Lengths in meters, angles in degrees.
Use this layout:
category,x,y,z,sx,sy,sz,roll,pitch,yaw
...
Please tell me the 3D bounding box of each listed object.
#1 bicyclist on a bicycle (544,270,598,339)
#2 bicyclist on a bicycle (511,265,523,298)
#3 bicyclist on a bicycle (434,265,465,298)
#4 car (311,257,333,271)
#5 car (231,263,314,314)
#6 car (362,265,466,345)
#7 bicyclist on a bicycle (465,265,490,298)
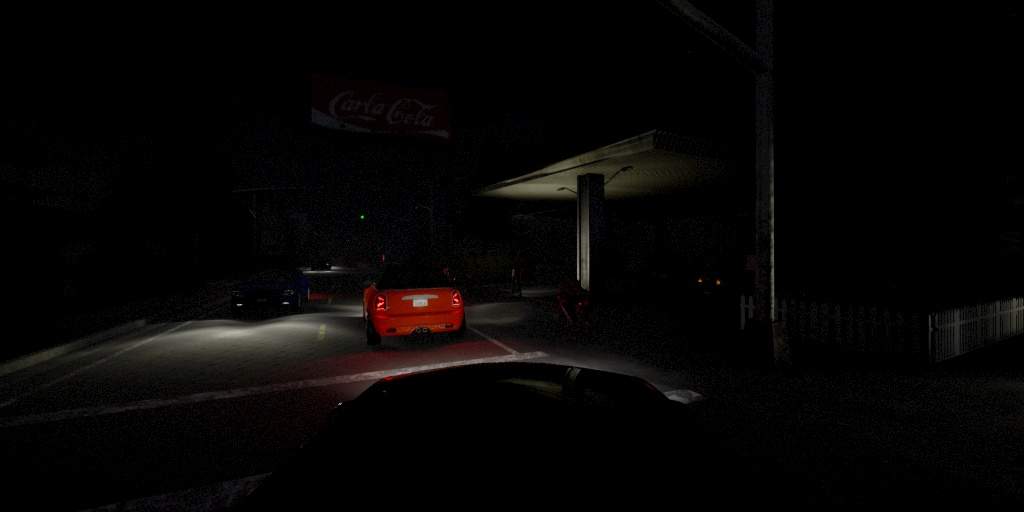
category,x,y,z,sx,sy,sz,roll,pitch,yaw
bicyclist on a bicycle,1.450,1.180,8.915,0.582,1.620,1.656,3,-2,-44
bicyclist on a bicycle,0.252,1.270,18.092,0.582,1.620,1.656,0,0,14
bicyclist on a bicycle,-3.117,1.235,16.490,1.656,1.620,0.582,1,0,35
car,-24.746,0.967,46.478,2.097,1.767,4.553,0,0,-25
car,-8.880,1.146,13.525,1.882,1.535,5.008,1,-1,-25
car,-2.779,1.001,9.478,2.097,1.767,4.553,0,0,-24
bicyclist on a bicycle,-1.853,1.265,17.912,1.656,1.620,0.582,1,0,-23
